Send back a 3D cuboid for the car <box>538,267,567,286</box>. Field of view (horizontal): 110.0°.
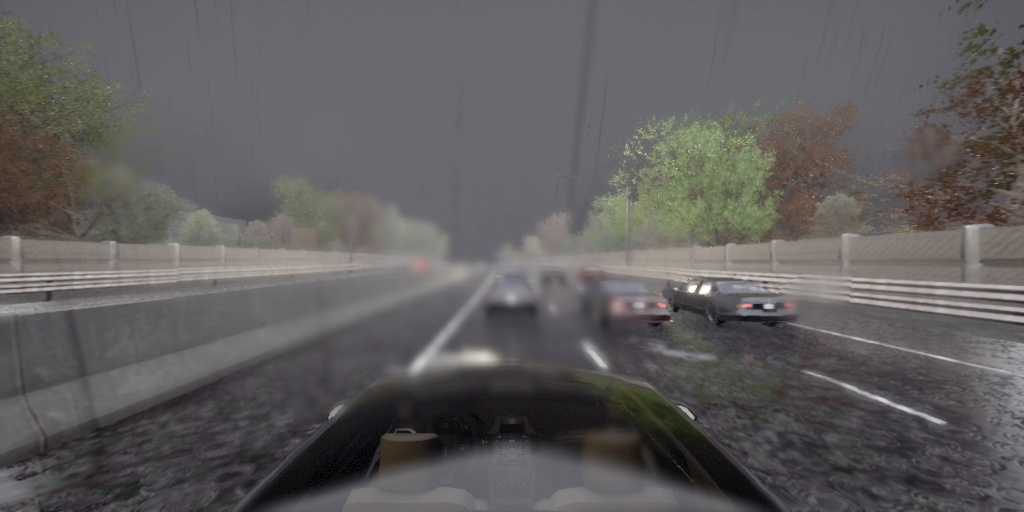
[{"bbox_3d":[3.295,1.621,29.463,1.837,1.490,4.892,0,0,0],"label":"car"}]

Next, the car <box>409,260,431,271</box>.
[{"bbox_3d":[-15.054,1.733,59.903,2.150,2.045,5.566,0,-1,-1],"label":"car"}]

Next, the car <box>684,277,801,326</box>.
[{"bbox_3d":[6.973,1.420,12.192,2.033,1.411,5.357,0,0,1],"label":"car"}]

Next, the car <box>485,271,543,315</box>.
[{"bbox_3d":[-0.018,1.484,14.533,1.994,1.385,4.181,0,-1,0],"label":"car"}]

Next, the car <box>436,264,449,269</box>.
[{"bbox_3d":[-11.569,2.081,60.257,1.994,1.385,4.181,0,-1,-1],"label":"car"}]

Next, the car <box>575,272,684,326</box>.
[{"bbox_3d":[3.481,1.435,12.192,2.033,1.411,5.357,0,-1,0],"label":"car"}]

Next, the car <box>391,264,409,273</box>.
[{"bbox_3d":[-18.548,2.061,59.798,2.033,1.411,5.357,0,-1,-1],"label":"car"}]

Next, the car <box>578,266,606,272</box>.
[{"bbox_3d":[6.785,1.609,30.643,1.882,1.535,5.008,0,0,-1],"label":"car"}]

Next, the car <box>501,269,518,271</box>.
[{"bbox_3d":[-0.199,1.707,28.776,1.895,1.301,4.718,0,-1,0],"label":"car"}]
